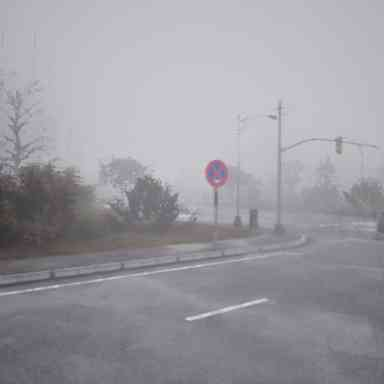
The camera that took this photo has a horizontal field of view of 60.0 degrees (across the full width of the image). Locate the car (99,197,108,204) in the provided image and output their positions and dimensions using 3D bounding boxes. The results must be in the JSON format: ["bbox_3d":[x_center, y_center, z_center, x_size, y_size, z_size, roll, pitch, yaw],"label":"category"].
[{"bbox_3d":[-14.620,1.497,57.562,1.994,1.385,4.181,1,1,-32],"label":"car"}]

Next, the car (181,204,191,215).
[{"bbox_3d":[-1.850,1.803,36.933,1.994,1.385,4.181,1,0,-32],"label":"car"}]

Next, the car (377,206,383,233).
[{"bbox_3d":[11.671,1.460,15.472,2.150,2.045,5.566,1,0,-32],"label":"car"}]
